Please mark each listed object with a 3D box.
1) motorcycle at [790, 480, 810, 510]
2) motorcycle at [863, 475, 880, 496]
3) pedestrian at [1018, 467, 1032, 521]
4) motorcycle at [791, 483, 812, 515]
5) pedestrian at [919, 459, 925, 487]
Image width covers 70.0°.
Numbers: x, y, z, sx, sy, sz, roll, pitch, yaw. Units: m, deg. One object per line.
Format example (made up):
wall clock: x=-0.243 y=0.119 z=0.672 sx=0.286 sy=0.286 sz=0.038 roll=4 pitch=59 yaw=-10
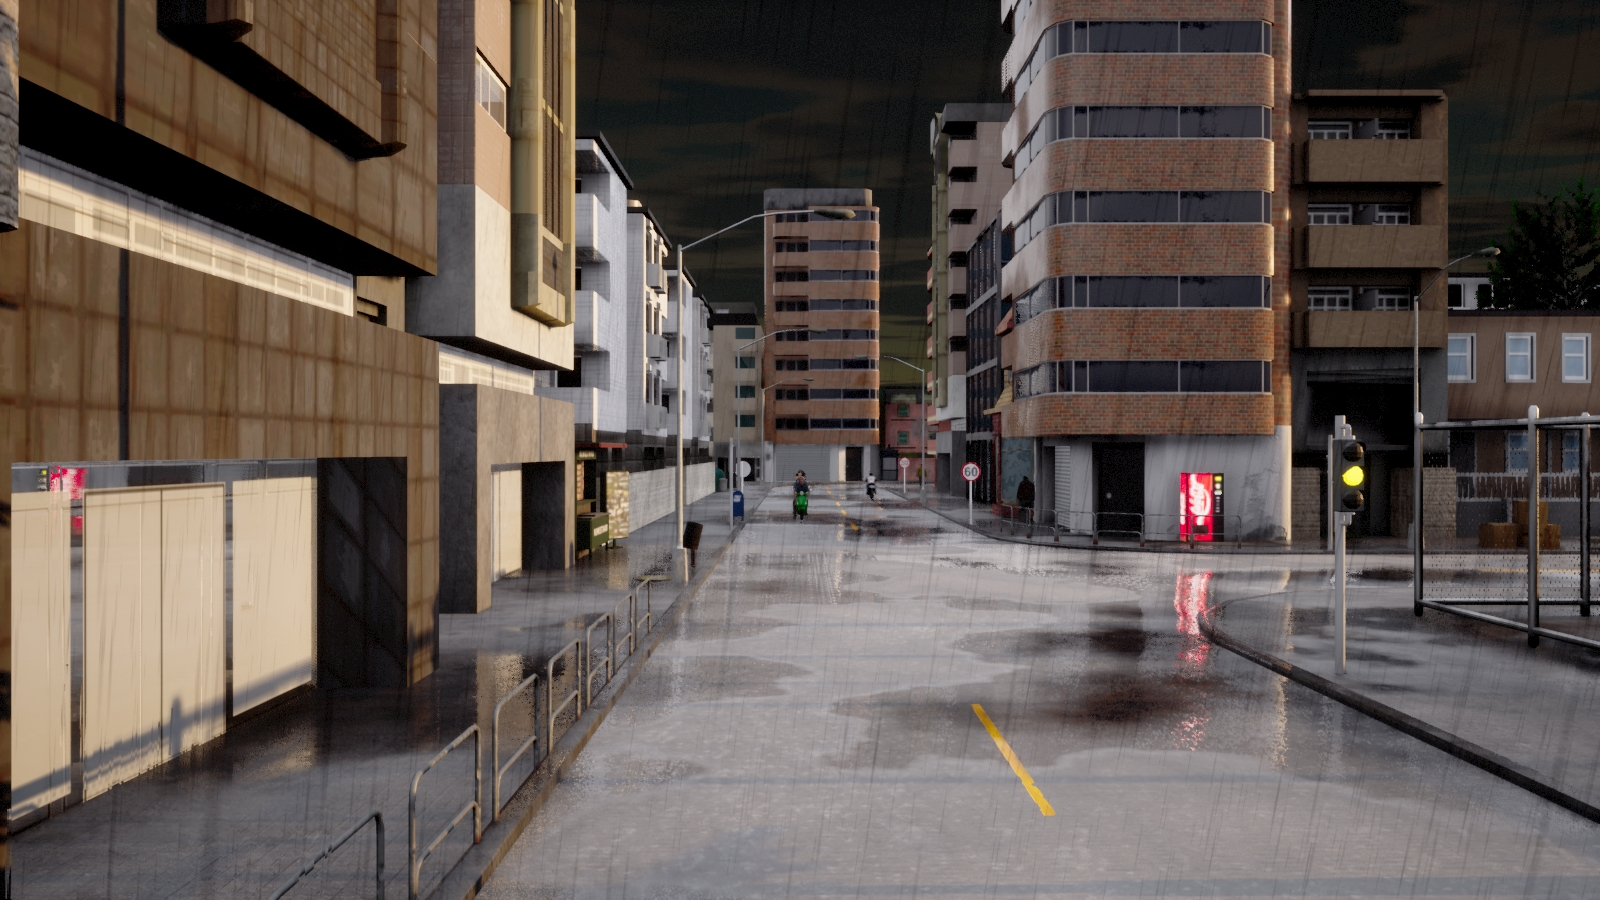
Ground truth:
motorcycle: x=0.019 y=1.970 z=50.389 sx=0.856 sy=1.236 sz=1.805 roll=0 pitch=0 yaw=0
motorcycle: x=4.035 y=2.004 z=64.577 sx=0.803 sy=1.145 sz=2.033 roll=0 pitch=0 yaw=0
pedestrian: x=7.847 y=1.523 z=39.883 sx=0.375 sy=1.860 sz=0.375 roll=0 pitch=0 yaw=-6
motorcycle: x=0.063 y=1.970 z=46.521 sx=0.856 sy=1.236 sz=1.805 roll=0 pitch=0 yaw=0
pedestrian: x=8.206 y=1.536 z=76.847 sx=0.375 sy=1.860 sz=0.375 roll=0 pitch=0 yaw=8
